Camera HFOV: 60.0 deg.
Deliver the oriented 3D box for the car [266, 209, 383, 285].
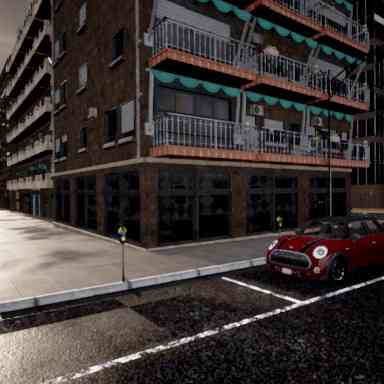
[{"bbox_3d":[3.970,1.436,9.418,4.097,1.590,1.967,0,-1,-36],"label":"car"}]
